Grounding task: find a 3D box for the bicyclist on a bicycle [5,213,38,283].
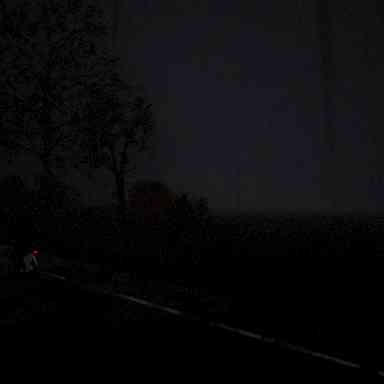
[{"bbox_3d":[-4.561,1.428,8.816,1.843,1.776,0.659,0,-1,39],"label":"bicyclist on a bicycle"}]
